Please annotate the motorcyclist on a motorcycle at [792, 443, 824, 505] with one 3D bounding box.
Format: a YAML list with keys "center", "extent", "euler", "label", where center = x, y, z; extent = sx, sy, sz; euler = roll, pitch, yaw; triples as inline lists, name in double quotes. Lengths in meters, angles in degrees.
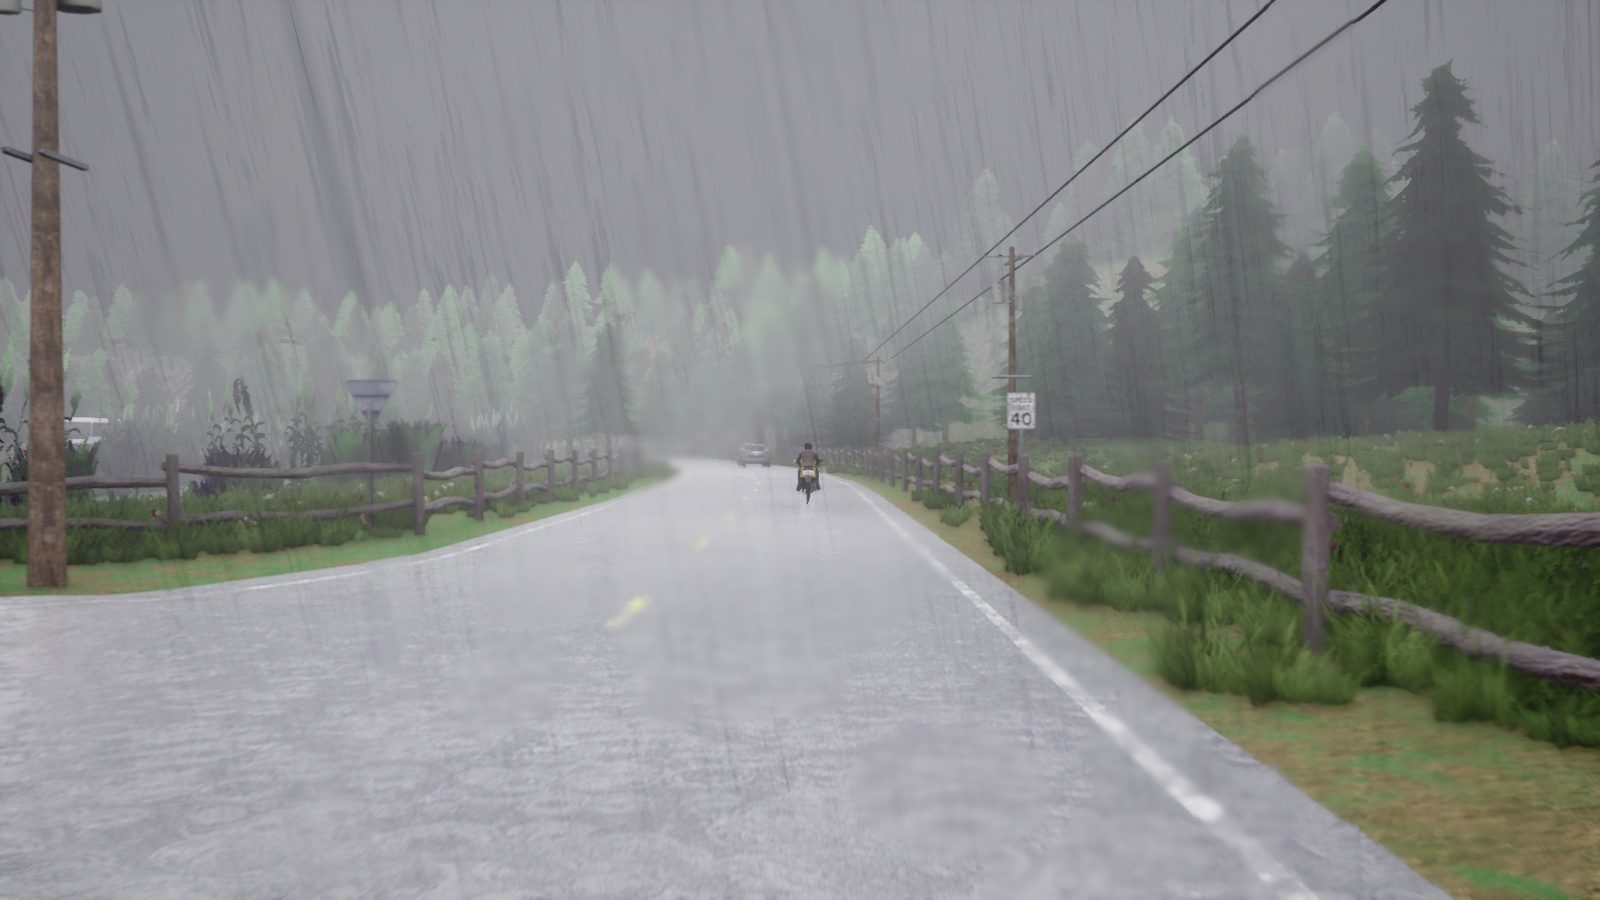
- center: [0.206, 0.583, 31.987]
  extent: [0.797, 1.523, 2.044]
  euler: [0, 0, 0]
  label: "motorcyclist on a motorcycle"

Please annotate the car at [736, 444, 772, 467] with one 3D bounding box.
- center: [-3.065, 0.331, 82.862]
  extent: [1.970, 1.475, 3.806]
  euler: [0, 0, -8]
  label: "car"
